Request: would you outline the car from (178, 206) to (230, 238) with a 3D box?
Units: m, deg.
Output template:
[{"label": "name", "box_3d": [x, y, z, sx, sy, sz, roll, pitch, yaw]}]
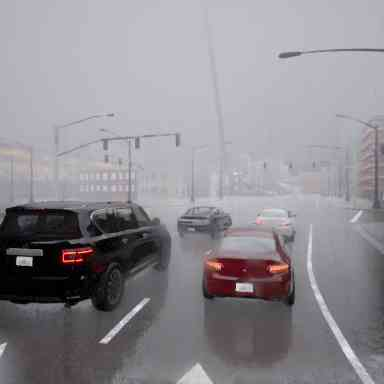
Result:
[{"label": "car", "box_3d": [0.784, 1.491, 17.289, 2.128, 1.511, 4.902, 0, 0, 19]}]

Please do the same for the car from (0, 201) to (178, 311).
[{"label": "car", "box_3d": [-2.161, 1.221, 8.039, 2.150, 2.045, 5.566, 0, 0, 12]}]

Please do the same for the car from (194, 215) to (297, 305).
[{"label": "car", "box_3d": [1.452, 1.526, 8.124, 1.812, 1.442, 4.674, 0, 0, 13]}]

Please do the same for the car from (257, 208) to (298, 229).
[{"label": "car", "box_3d": [4.191, 1.526, 16.557, 1.812, 1.442, 4.674, 0, 0, 20]}]

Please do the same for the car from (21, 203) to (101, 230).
[{"label": "car", "box_3d": [-8.654, 1.548, 22.654, 2.033, 1.411, 5.357, 0, 0, 21]}]
